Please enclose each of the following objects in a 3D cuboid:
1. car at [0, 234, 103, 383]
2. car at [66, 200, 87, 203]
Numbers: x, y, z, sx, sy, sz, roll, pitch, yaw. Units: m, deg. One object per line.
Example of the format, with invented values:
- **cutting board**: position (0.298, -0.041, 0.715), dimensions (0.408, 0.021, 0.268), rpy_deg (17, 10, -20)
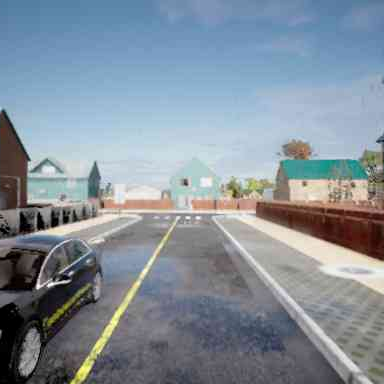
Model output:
- **car**: position (-2.848, 1.545, 5.480), dimensions (1.837, 1.490, 4.892), rpy_deg (0, 0, 0)
- **car**: position (-14.254, 1.759, 40.155), dimensions (4.892, 1.490, 1.837), rpy_deg (0, 0, -1)
